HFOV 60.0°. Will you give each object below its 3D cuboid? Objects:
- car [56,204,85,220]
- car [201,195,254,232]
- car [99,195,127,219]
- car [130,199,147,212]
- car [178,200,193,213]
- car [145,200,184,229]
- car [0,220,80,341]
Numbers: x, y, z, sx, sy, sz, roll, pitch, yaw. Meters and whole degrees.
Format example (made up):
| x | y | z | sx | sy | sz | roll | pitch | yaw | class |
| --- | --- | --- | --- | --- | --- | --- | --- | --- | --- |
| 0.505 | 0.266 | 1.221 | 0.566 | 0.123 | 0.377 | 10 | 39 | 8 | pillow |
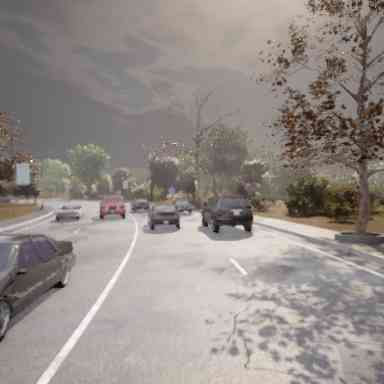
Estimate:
| x | y | z | sx | sy | sz | roll | pitch | yaw | class |
| --- | --- | --- | --- | --- | --- | --- | --- | --- | --- |
| -10.375 | 1.723 | 28.528 | 1.895 | 1.301 | 4.718 | -1 | 0 | -12 | car |
| 1.979 | 1.197 | 20.033 | 2.150 | 2.045 | 5.566 | -1 | 0 | -8 | car |
| -7.149 | 1.305 | 30.152 | 2.150 | 2.045 | 5.566 | -1 | 0 | -13 | car |
| -6.252 | 1.566 | 40.012 | 1.837 | 1.490 | 4.892 | -1 | 0 | -17 | car |
| -1.363 | 1.546 | 35.826 | 2.033 | 1.411 | 5.357 | -1 | 0 | -15 | car |
| -1.911 | 1.523 | 21.961 | 1.837 | 1.490 | 4.892 | -1 | 0 | -9 | car |
| -3.869 | 1.584 | 6.637 | 2.033 | 1.411 | 5.357 | -1 | 0 | -3 | car |
